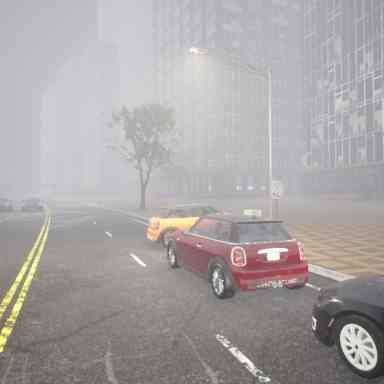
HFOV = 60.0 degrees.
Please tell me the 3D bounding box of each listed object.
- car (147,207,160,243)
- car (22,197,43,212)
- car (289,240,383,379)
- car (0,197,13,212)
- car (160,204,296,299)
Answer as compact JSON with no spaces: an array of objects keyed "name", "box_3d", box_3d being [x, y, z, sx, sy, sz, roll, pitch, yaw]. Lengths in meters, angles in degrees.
[{"name":"car","box_3d":[0.384,1.276,14.426,4.553,1.767,2.097,-3,1,-18]},{"name":"car","box_3d":[-18.826,1.392,39.383,2.097,1.767,4.553,0,0,-24]},{"name":"car","box_3d":[3.619,1.505,3.368,1.837,1.490,4.892,0,0,-35]},{"name":"car","box_3d":[-21.795,1.389,38.061,2.097,1.767,4.553,0,0,-24]},{"name":"car","box_3d":[0.884,1.355,8.839,2.097,1.767,4.553,0,0,-22]}]
